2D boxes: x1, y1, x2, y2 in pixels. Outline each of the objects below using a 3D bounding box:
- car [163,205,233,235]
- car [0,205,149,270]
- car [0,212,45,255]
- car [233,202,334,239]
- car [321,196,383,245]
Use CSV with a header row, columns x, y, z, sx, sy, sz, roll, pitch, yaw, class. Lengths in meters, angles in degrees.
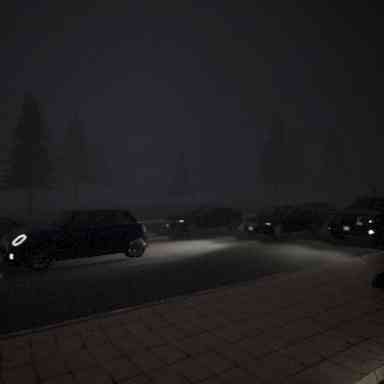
x,y,z,sx,sy,sz,roll,pitch,yaw,class
0.730,1.470,18.602,4.902,1.511,2.128,0,0,-35,car
-3.795,1.345,11.090,4.553,1.767,2.097,0,0,-35,car
-7.958,1.563,12.428,4.181,1.385,1.994,0,0,-35,car
4.803,1.465,17.200,4.902,1.511,2.128,0,0,-35,car
8.798,1.196,15.648,5.566,2.045,2.150,0,0,-35,car
